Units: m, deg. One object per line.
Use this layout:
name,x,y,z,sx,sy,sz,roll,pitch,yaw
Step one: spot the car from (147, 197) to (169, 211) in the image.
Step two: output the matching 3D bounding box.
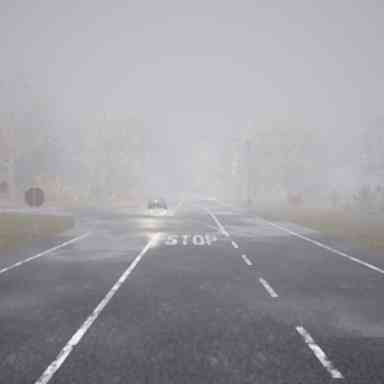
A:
car,-3.508,1.185,34.643,1.994,1.385,4.181,1,-2,0
